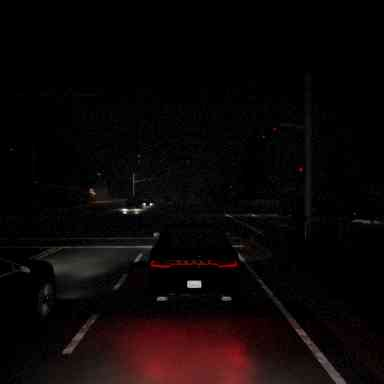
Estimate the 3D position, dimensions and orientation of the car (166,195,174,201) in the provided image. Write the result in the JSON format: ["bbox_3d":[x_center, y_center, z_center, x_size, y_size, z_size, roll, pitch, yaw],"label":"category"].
[{"bbox_3d":[-5.611,1.540,85.147,2.033,1.411,5.357,0,0,-1],"label":"car"}]

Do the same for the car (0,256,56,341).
[{"bbox_3d":[-3.464,1.492,4.356,2.128,1.511,4.902,0,0,0],"label":"car"}]

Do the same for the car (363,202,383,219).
[{"bbox_3d":[14.788,1.564,28.911,4.181,1.385,1.994,0,0,-2],"label":"car"}]

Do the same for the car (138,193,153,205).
[{"bbox_3d":[-8.492,1.221,57.073,2.150,2.045,5.566,0,0,-1],"label":"car"}]

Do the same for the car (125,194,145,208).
[{"bbox_3d":[-8.263,1.478,47.089,1.882,1.535,5.008,0,0,-1],"label":"car"}]

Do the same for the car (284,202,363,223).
[{"bbox_3d":[9.794,1.505,25.049,4.892,1.490,1.837,0,0,-2],"label":"car"}]

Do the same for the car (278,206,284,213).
[{"bbox_3d":[10.895,1.601,32.304,4.718,1.301,1.895,0,0,-2],"label":"car"}]

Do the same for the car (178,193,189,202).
[{"bbox_3d":[-1.832,1.225,74.210,2.150,2.045,5.566,0,0,-1],"label":"car"}]

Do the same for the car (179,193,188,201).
[{"bbox_3d":[-2.104,1.225,84.943,2.150,2.045,5.566,0,0,-1],"label":"car"}]

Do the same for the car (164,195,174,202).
[{"bbox_3d":[-5.350,1.523,74.840,2.128,1.511,4.902,0,0,-1],"label":"car"}]

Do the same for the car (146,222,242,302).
[{"bbox_3d":[0.009,1.478,8.344,1.882,1.535,5.008,0,0,-1],"label":"car"}]
